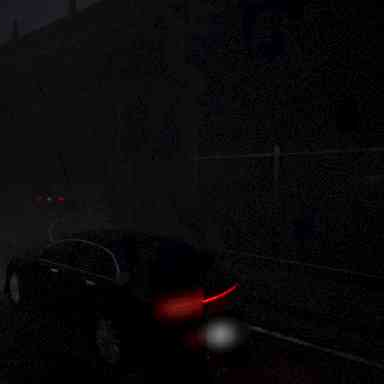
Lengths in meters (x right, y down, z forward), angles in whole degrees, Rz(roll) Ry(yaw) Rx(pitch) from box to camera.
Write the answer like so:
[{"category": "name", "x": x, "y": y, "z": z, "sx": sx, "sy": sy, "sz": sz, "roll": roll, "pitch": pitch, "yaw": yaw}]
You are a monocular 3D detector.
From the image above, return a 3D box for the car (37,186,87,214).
[{"category": "car", "x": -10.271, "y": 0.566, "z": 26.703, "sx": 2.150, "sy": 2.045, "sz": 5.566, "roll": 1, "pitch": 1, "yaw": 1}]

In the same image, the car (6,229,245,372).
[{"category": "car", "x": -1.445, "y": 1.386, "z": 5.606, "sx": 4.892, "sy": 1.490, "sz": 1.837, "roll": 2, "pitch": 2, "yaw": 42}]

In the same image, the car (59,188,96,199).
[{"category": "car", "x": -15.670, "y": 0.166, "z": 45.863, "sx": 1.895, "sy": 1.301, "sz": 4.718, "roll": 2, "pitch": 1, "yaw": 30}]
